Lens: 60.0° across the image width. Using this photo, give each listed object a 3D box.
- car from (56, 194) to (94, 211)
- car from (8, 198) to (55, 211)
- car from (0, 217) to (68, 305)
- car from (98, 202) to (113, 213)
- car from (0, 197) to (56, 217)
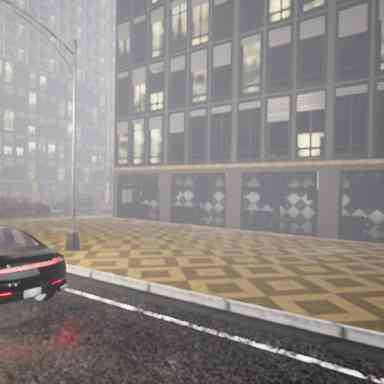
[{"bbox_3d":[-14.882,1.258,41.265,2.150,2.045,5.566,1,0,36],"label":"car"},{"bbox_3d":[-19.133,1.478,39.878,1.752,1.417,4.829,1,0,36],"label":"car"},{"bbox_3d":[-4.636,1.455,6.963,4.902,1.511,2.128,0,0,35],"label":"car"},{"bbox_3d":[-8.839,1.701,39.734,1.752,1.417,4.829,1,0,36],"label":"car"},{"bbox_3d":[-15.618,1.390,30.509,2.192,1.841,5.009,1,0,36],"label":"car"}]
